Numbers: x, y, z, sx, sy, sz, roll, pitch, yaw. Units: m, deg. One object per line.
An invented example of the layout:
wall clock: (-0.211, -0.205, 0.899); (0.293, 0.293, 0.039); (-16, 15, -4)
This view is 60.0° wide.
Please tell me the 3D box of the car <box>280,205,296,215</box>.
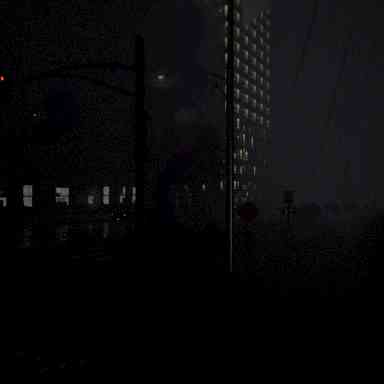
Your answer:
car: (13.919, 2.459, 46.590); (1.895, 1.301, 4.718); (0, -1, 33)

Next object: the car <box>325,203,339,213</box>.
car: (22.503, 2.529, 53.853); (1.882, 1.535, 5.008); (0, -1, 33)

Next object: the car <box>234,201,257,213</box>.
car: (8.013, 2.190, 49.613); (2.097, 1.767, 4.553); (0, -1, 33)

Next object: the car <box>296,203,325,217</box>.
car: (15.215, 2.314, 42.505); (1.837, 1.490, 4.892); (0, -2, 33)

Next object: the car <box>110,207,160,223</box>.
car: (-4.964, 2.012, 29.524); (1.895, 1.301, 4.718); (0, -1, 33)

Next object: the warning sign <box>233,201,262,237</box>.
warning sign: (3.104, 1.454, 18.559); (1.300, 1.860, 1.060); (1, 1, 33)

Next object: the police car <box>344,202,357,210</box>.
police car: (31.466, 2.738, 65.857); (1.930, 1.638, 5.238); (0, -1, 33)

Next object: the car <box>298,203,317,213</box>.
car: (19.106, 2.533, 54.750); (1.837, 1.490, 4.892); (0, -1, 33)
